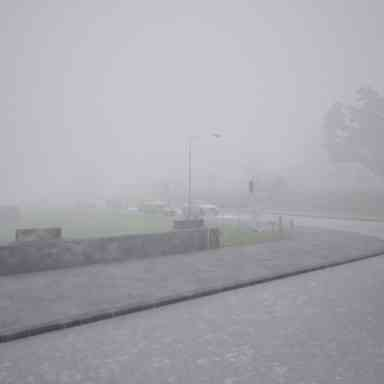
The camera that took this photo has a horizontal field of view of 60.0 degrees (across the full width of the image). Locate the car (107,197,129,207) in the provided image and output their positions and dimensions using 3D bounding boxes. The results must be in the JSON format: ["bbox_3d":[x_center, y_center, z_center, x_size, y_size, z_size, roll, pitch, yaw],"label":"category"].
[{"bbox_3d":[-11.061,1.487,49.529,2.128,1.511,4.902,0,0,-35],"label":"car"}]

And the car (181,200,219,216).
[{"bbox_3d":[0.698,1.522,33.032,1.812,1.442,4.674,0,0,-36],"label":"car"}]

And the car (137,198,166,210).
[{"bbox_3d":[-5.108,1.474,41.147,1.882,1.535,5.008,0,0,-35],"label":"car"}]
